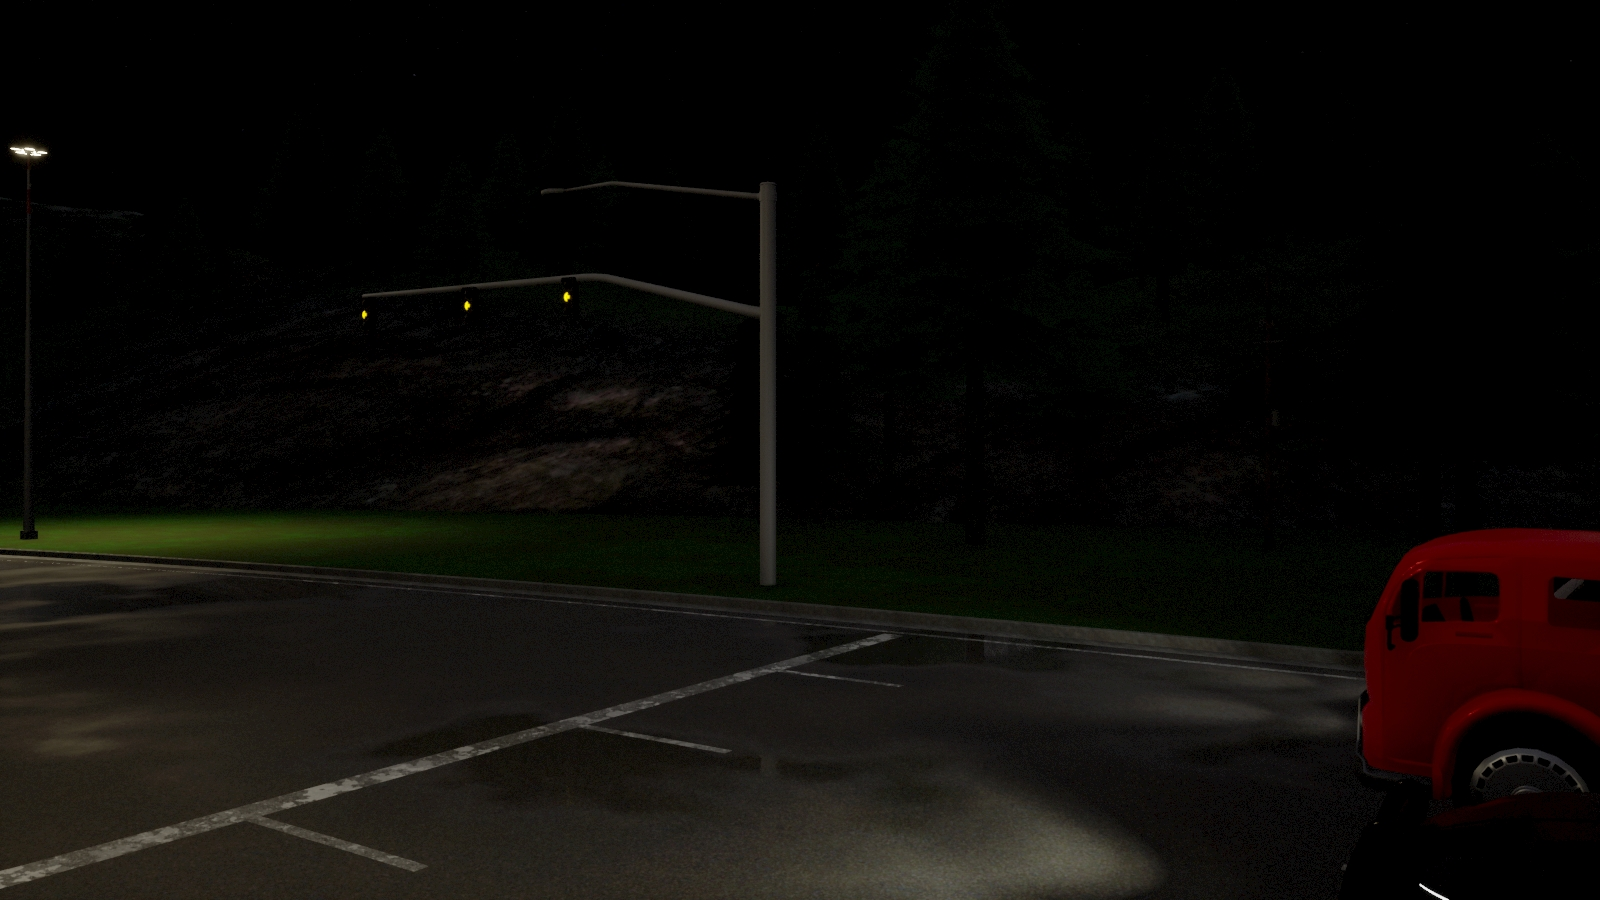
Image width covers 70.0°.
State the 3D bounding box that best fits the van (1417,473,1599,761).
[{"bbox_3d":[9.028,1.534,10.264,5.915,2.561,1.988,0,0,36],"label":"van"}]

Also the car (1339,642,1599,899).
[{"bbox_3d":[5.200,1.982,4.552,5.238,1.638,2.097,0,0,35],"label":"car"}]

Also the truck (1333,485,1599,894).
[{"bbox_3d":[6.665,1.578,7.671,5.204,2.467,2.627,1,0,34],"label":"truck"}]
